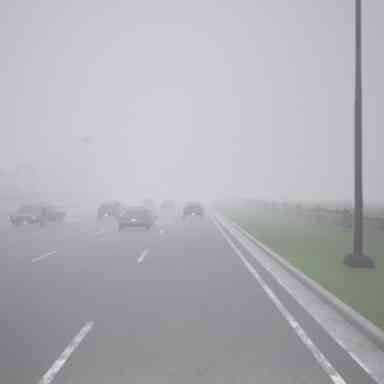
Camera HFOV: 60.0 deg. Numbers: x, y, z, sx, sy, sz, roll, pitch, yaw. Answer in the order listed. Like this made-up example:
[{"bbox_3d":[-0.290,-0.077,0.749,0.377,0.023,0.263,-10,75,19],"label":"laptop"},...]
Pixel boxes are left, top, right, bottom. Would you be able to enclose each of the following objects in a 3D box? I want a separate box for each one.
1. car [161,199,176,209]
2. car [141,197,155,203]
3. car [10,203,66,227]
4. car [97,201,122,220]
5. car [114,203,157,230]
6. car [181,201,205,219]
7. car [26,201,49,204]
[{"bbox_3d":[-3.397,1.661,47.911,1.994,1.385,4.181,0,0,0],"label":"car"},{"bbox_3d":[-6.897,1.598,52.535,2.128,1.511,4.902,0,0,0],"label":"car"},{"bbox_3d":[-10.398,1.647,22.927,1.895,1.301,4.718,0,0,0],"label":"car"},{"bbox_3d":[-6.898,1.565,29.130,1.837,1.490,4.892,0,0,0],"label":"car"},{"bbox_3d":[-3.397,1.608,21.368,1.994,1.385,4.181,0,0,0],"label":"car"},{"bbox_3d":[0.102,1.568,30.296,1.837,1.490,4.892,0,0,0],"label":"car"},{"bbox_3d":[-13.900,1.554,30.381,2.128,1.511,4.902,0,0,0],"label":"car"}]
